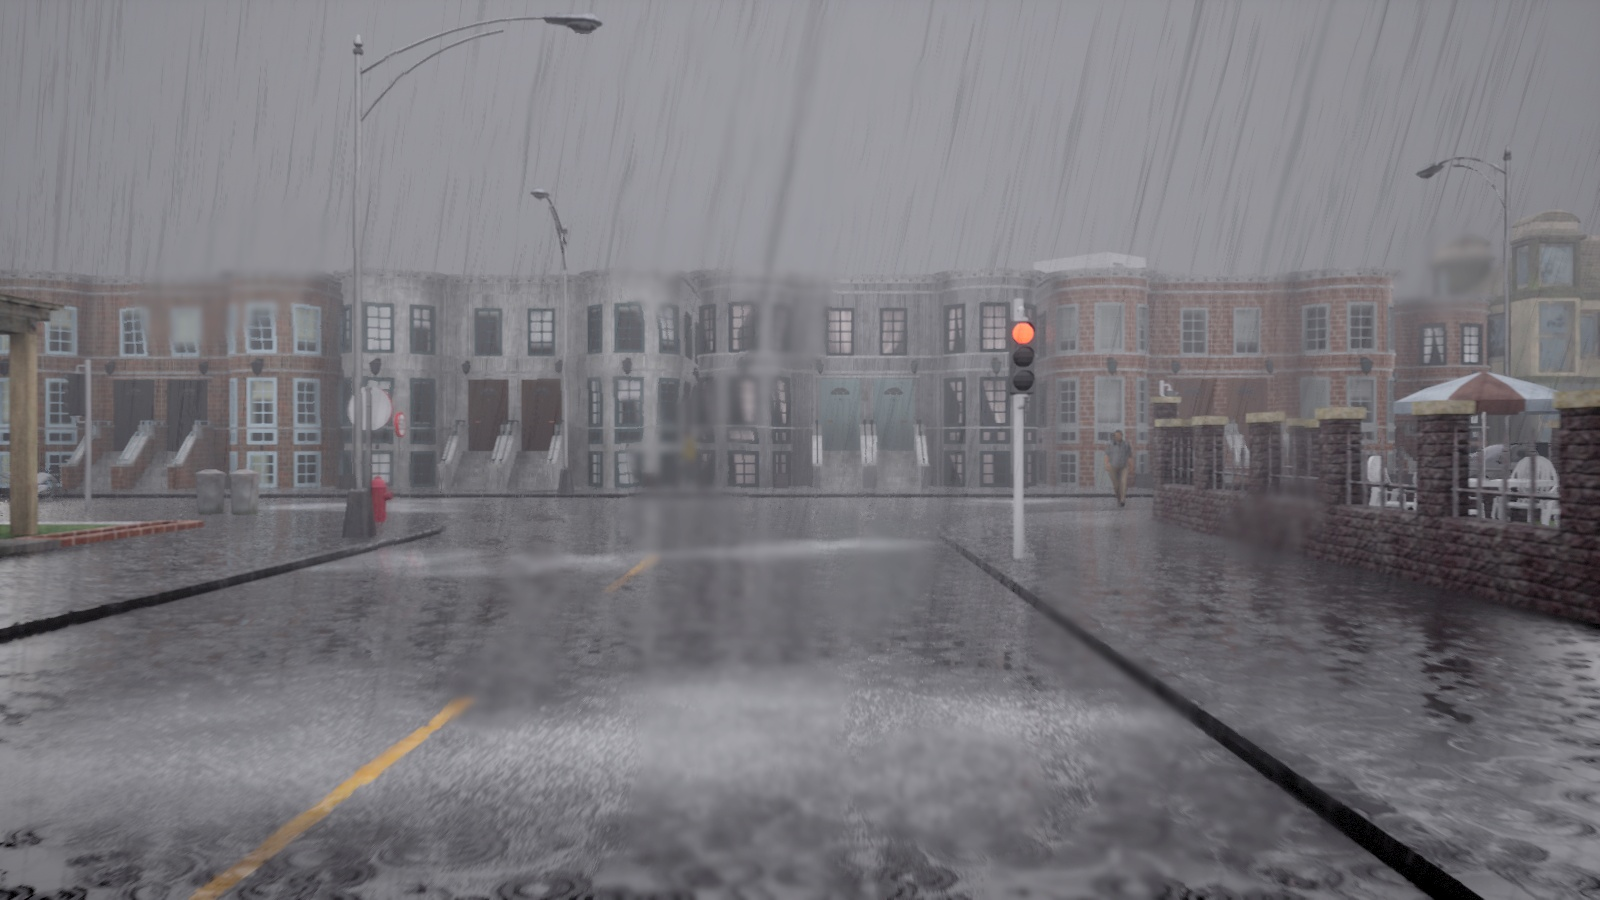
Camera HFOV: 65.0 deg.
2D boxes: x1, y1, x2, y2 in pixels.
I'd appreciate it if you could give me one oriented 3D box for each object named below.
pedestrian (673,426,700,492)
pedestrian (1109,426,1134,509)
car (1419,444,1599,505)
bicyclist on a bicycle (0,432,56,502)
[{"bbox_3d":[-3.214,0.253,35.553,0.709,1.840,0.431,0,0,4],"label":"pedestrian"},{"bbox_3d":[7.242,0.390,28.293,0.540,1.848,0.694,0,0,15],"label":"pedestrian"},{"bbox_3d":[18.021,0.595,31.962,3.633,1.501,1.845,0,0,0],"label":"car"},{"bbox_3d":[-20.172,0.419,32.169,1.843,1.776,0.659,0,0,0],"label":"bicyclist on a bicycle"}]
